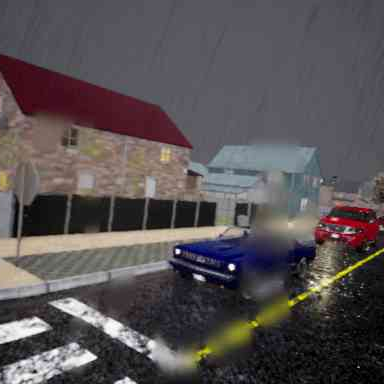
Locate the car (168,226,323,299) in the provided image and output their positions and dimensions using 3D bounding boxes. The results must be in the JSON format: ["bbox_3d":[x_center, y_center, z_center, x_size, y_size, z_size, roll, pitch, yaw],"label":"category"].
[{"bbox_3d":[1.558,1.609,8.717,1.895,1.301,4.718,8,2,39],"label":"car"}]

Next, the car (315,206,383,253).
[{"bbox_3d":[8.226,1.785,17.274,2.150,2.045,5.566,7,2,38],"label":"car"}]
